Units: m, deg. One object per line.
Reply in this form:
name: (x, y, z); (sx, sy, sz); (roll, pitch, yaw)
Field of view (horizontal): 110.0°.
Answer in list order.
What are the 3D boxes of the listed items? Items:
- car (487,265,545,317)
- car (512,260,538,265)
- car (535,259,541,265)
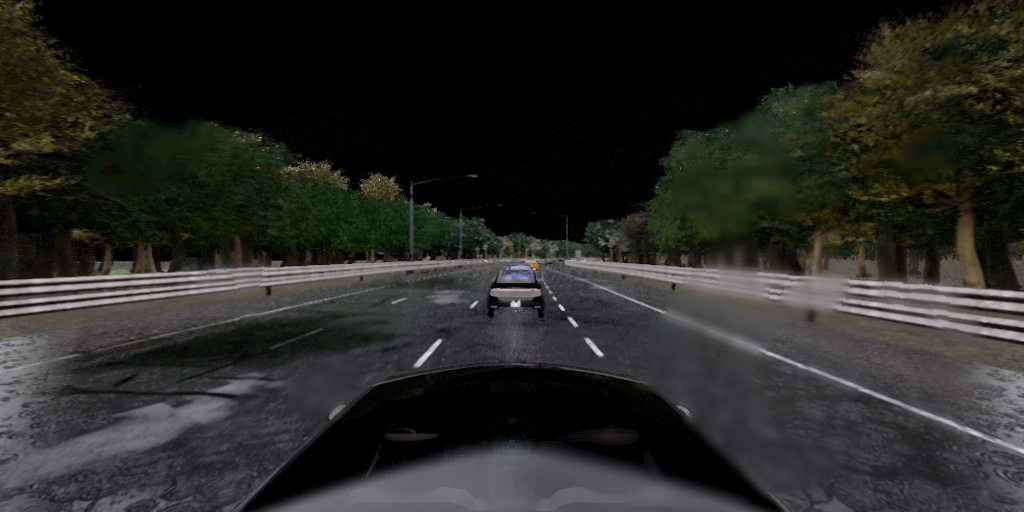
car: (0.169, 1.244, 13.159); (2.128, 1.511, 4.902); (0, 0, 2)
car: (0.606, 1.250, 24.634); (1.882, 1.535, 5.008); (0, 0, 3)
car: (2.793, 1.290, 52.053); (1.882, 1.535, 5.008); (0, 0, 6)
